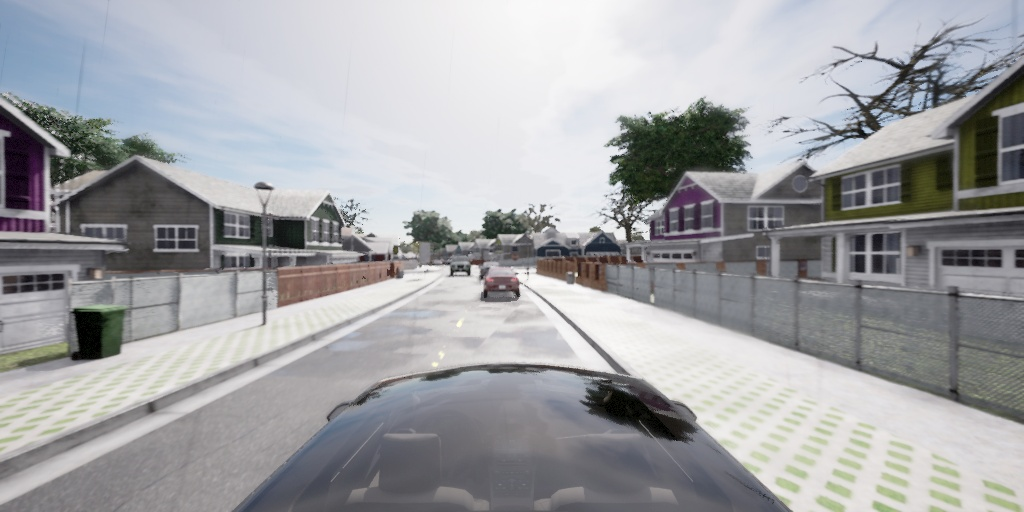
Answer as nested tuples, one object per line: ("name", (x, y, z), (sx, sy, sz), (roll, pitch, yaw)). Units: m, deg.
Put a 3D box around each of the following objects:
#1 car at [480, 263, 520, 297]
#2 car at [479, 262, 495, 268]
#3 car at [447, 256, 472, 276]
("car", (-0.603, 1.303, 19.055), (1.812, 1.442, 4.674), (0, 0, -4))
("car", (-1.980, 1.313, 33.118), (1.837, 1.490, 4.892), (0, 0, -7))
("car", (-5.563, 1.053, 38.766), (2.150, 2.045, 5.566), (0, 0, -8))
